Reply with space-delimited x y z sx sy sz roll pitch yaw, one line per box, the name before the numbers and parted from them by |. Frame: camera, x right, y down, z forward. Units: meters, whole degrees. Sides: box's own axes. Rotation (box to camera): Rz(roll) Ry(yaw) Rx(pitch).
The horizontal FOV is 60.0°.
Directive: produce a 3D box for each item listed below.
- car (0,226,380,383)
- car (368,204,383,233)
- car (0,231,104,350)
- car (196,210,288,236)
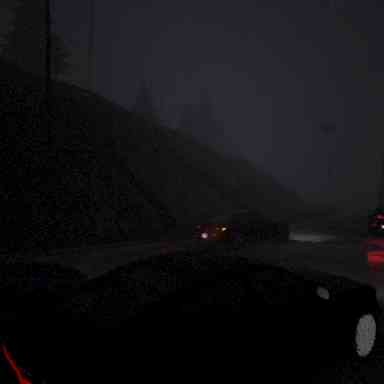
car | 0.410 1.475 4.133 5.008 1.535 1.882 -1 0 -36
car | 10.826 1.381 17.540 1.837 1.490 4.892 0 0 44
car | -4.287 1.597 5.005 5.357 1.411 2.033 -1 0 -35
car | 2.277 1.498 14.362 4.674 1.442 1.812 -1 0 -39
